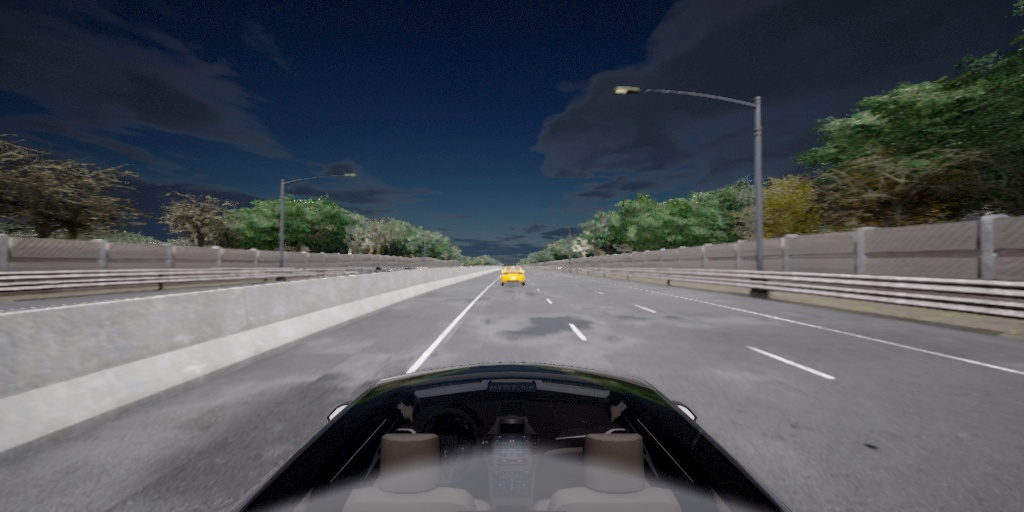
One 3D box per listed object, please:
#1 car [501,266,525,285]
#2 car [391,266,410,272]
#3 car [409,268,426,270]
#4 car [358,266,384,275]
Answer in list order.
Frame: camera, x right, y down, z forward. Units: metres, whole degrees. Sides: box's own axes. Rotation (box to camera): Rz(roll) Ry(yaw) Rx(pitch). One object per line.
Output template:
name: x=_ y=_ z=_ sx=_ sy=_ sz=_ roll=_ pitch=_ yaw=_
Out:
car: x=0.091 y=1.667 z=30.913 sx=1.882 sy=1.535 sz=5.008 roll=0 pitch=-2 yaw=0
car: x=-14.065 y=2.091 z=45.857 sx=1.837 sy=1.490 sz=4.892 roll=0 pitch=-1 yaw=0
car: x=-10.573 y=2.090 z=43.541 sx=1.994 sy=1.385 sz=4.181 roll=0 pitch=-1 yaw=0
car: x=-17.563 y=2.069 z=44.975 sx=1.837 sy=1.490 sz=4.892 roll=0 pitch=-1 yaw=1
